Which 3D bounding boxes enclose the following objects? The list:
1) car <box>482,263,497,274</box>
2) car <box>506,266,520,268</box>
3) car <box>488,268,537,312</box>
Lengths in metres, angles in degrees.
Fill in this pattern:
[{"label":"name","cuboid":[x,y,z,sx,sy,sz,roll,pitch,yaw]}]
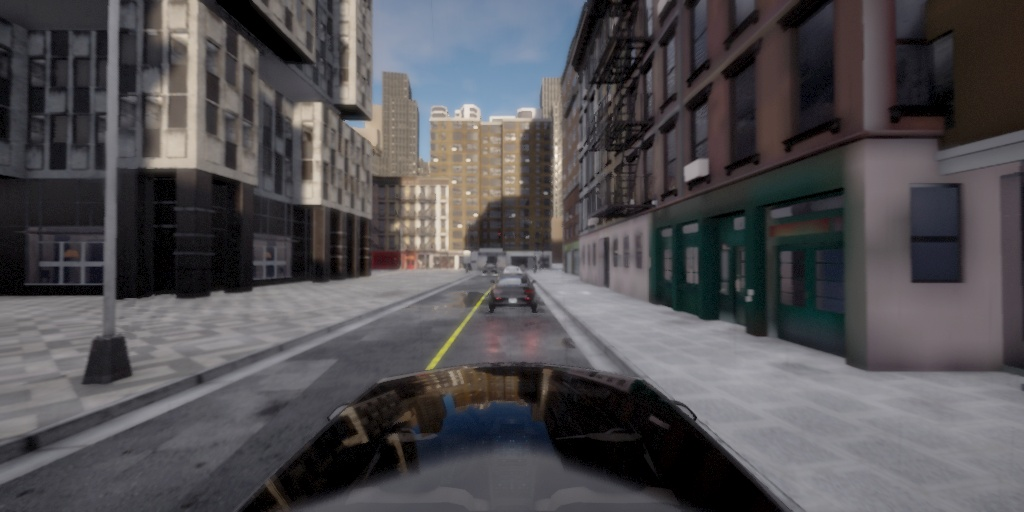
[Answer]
[{"label":"car","cuboid":[-3.035,1.770,50.357,1.812,1.442,4.674,0,-1,1]},{"label":"car","cuboid":[0.058,1.574,29.859,1.812,1.442,4.674,0,0,1]},{"label":"car","cuboid":[0.056,1.420,14.932,1.812,1.442,4.674,0,0,1]}]
